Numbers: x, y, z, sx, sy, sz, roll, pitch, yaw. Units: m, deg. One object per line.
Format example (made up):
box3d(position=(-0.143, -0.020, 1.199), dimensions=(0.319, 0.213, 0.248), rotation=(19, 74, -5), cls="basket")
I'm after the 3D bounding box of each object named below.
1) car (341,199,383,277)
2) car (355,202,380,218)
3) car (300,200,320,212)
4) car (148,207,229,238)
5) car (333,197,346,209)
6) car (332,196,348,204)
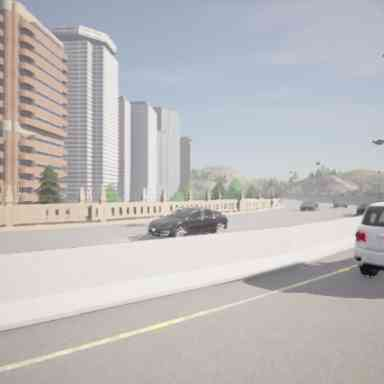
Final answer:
box3d(position=(6.597, 1.274, 9.399), dimensions=(5.566, 2.045, 2.150), rotation=(0, 0, -42), cls="car")
box3d(position=(18.018, 1.787, 33.990), dimensions=(1.895, 1.301, 4.718), rotation=(0, 0, 32), cls="car")
box3d(position=(15.354, 1.783, 43.182), dimensions=(2.033, 1.411, 5.357), rotation=(0, 0, 28), cls="car")
box3d(position=(-0.081, 1.602, 17.808), dimensions=(4.892, 1.490, 1.837), rotation=(0, 0, -43), cls="car")
box3d(position=(23.044, 1.773, 51.573), dimensions=(2.128, 1.511, 4.902), rotation=(0, 0, 22), cls="car")
box3d(position=(32.067, 1.744, 72.262), dimensions=(1.882, 1.535, 5.008), rotation=(0, 0, 8), cls="car")
